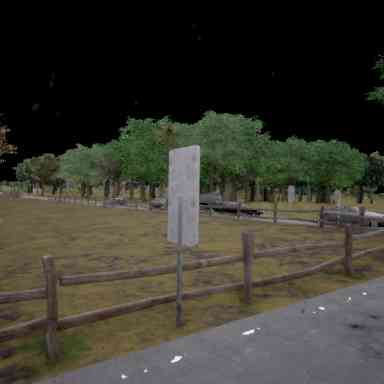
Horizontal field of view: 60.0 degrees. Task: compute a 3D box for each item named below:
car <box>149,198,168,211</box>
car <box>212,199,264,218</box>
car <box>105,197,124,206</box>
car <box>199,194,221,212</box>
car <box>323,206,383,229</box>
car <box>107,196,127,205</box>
[{"bbox_3d":[-3.559,1.498,41.094,2.128,1.511,4.902,2,-1,-35],"label":"car"},{"bbox_3d":[4.256,1.613,30.148,1.895,1.301,4.718,2,-1,-36],"label":"car"},{"bbox_3d":[-12.758,1.573,54.108,1.994,1.385,4.181,2,-1,-36],"label":"car"},{"bbox_3d":[1.345,1.307,39.310,2.150,2.045,5.566,2,-1,-36],"label":"car"},{"bbox_3d":[10.339,1.572,21.252,1.994,1.385,4.181,2,-1,-33],"label":"car"},{"bbox_3d":[-13.709,1.585,60.323,1.812,1.442,4.674,2,-1,-35],"label":"car"}]
